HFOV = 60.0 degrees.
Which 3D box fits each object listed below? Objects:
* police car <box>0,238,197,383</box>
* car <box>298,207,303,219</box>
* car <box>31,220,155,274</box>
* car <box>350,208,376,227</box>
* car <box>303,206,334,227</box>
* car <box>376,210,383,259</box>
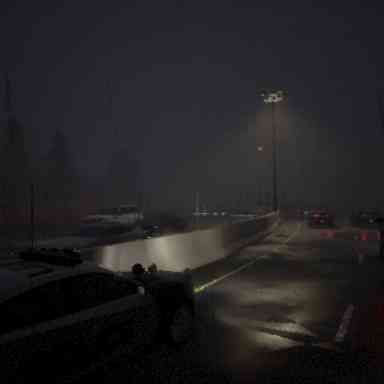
[{"bbox_3d":[-1.742,1.584,4.440,1.930,1.638,5.238,-2,-2,33],"label":"police car"},{"bbox_3d":[13.820,2.420,39.532,2.033,1.411,5.357,-1,-2,11],"label":"car"},{"bbox_3d":[-3.581,1.945,13.003,1.812,1.442,4.674,-2,-2,29],"label":"car"},{"bbox_3d":[14.321,2.030,27.545,2.128,1.511,4.902,-1,-2,18],"label":"car"},{"bbox_3d":[10.763,2.095,27.920,2.128,1.511,4.902,-1,-2,18],"label":"car"},{"bbox_3d":[7.106,1.402,10.282,2.150,2.045,5.566,-2,-2,28],"label":"car"}]
